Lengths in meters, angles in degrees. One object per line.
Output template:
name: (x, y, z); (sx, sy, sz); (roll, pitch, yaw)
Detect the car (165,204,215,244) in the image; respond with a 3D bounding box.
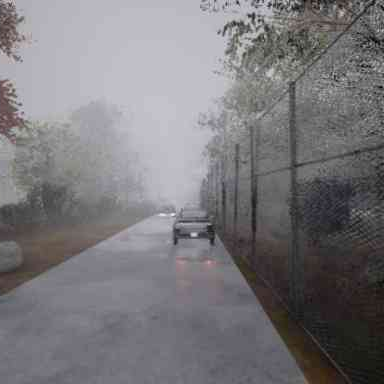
car: (0.078, 1.549, 16.035); (2.128, 1.511, 4.902); (0, 0, 0)

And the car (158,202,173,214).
car: (-2.964, 1.965, 40.740); (1.994, 1.385, 4.181); (0, -1, 0)
